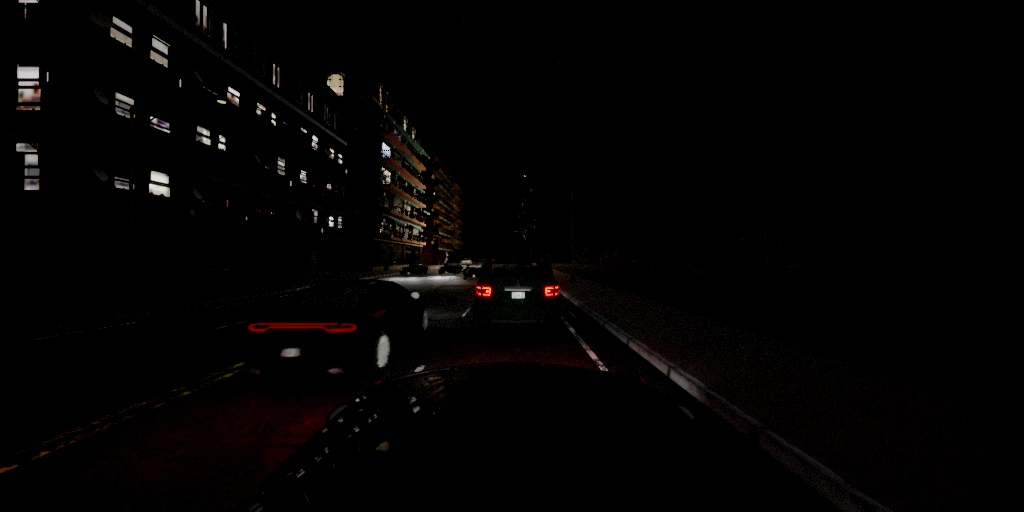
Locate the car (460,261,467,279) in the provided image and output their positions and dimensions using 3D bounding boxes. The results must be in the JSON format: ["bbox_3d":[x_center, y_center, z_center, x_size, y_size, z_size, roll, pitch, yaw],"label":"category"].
[{"bbox_3d":[-3.151,1.355,32.157,1.895,1.301,4.718,0,0,0],"label":"car"}]

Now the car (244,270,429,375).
[{"bbox_3d":[-3.153,1.228,7.585,1.882,1.535,5.008,0,0,0],"label":"car"}]

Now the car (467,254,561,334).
[{"bbox_3d":[0.101,0.973,10.732,2.150,2.045,5.566,0,0,-1],"label":"car"}]

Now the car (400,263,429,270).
[{"bbox_3d":[-9.851,1.355,36.345,1.895,1.301,4.718,0,0,0],"label":"car"}]

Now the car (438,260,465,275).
[{"bbox_3d":[-6.601,1.355,38.373,1.895,1.301,4.718,0,0,0],"label":"car"}]
